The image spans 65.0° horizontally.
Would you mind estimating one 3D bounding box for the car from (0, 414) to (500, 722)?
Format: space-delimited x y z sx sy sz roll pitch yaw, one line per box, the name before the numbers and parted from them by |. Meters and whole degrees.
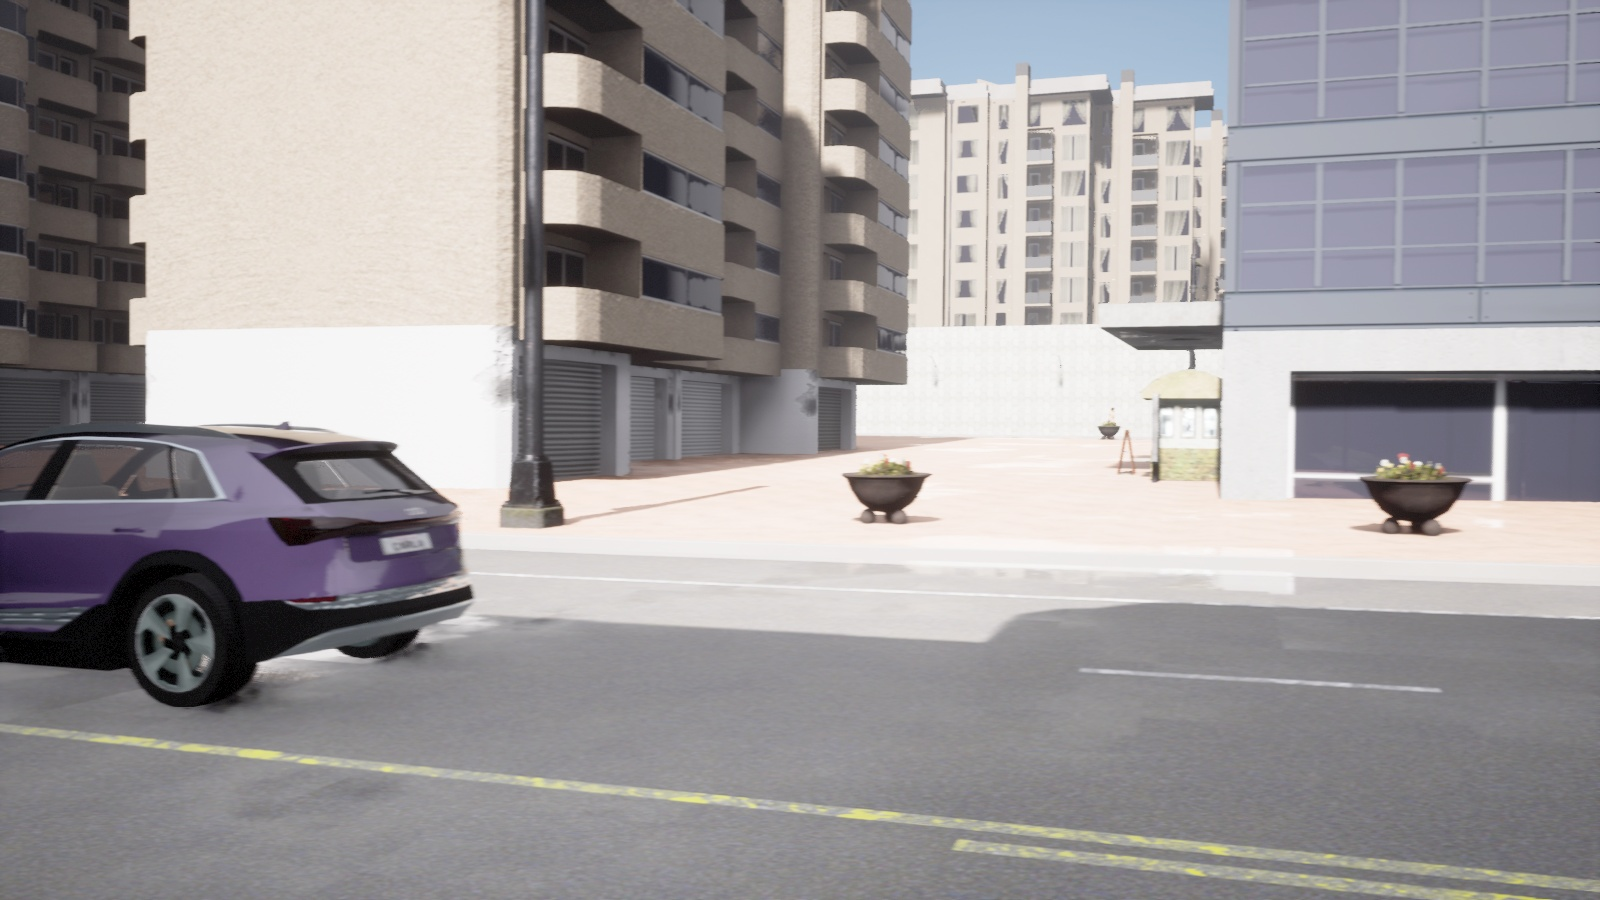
car | -4.693 0.592 8.464 4.856 1.649 2.033 1 1 19
